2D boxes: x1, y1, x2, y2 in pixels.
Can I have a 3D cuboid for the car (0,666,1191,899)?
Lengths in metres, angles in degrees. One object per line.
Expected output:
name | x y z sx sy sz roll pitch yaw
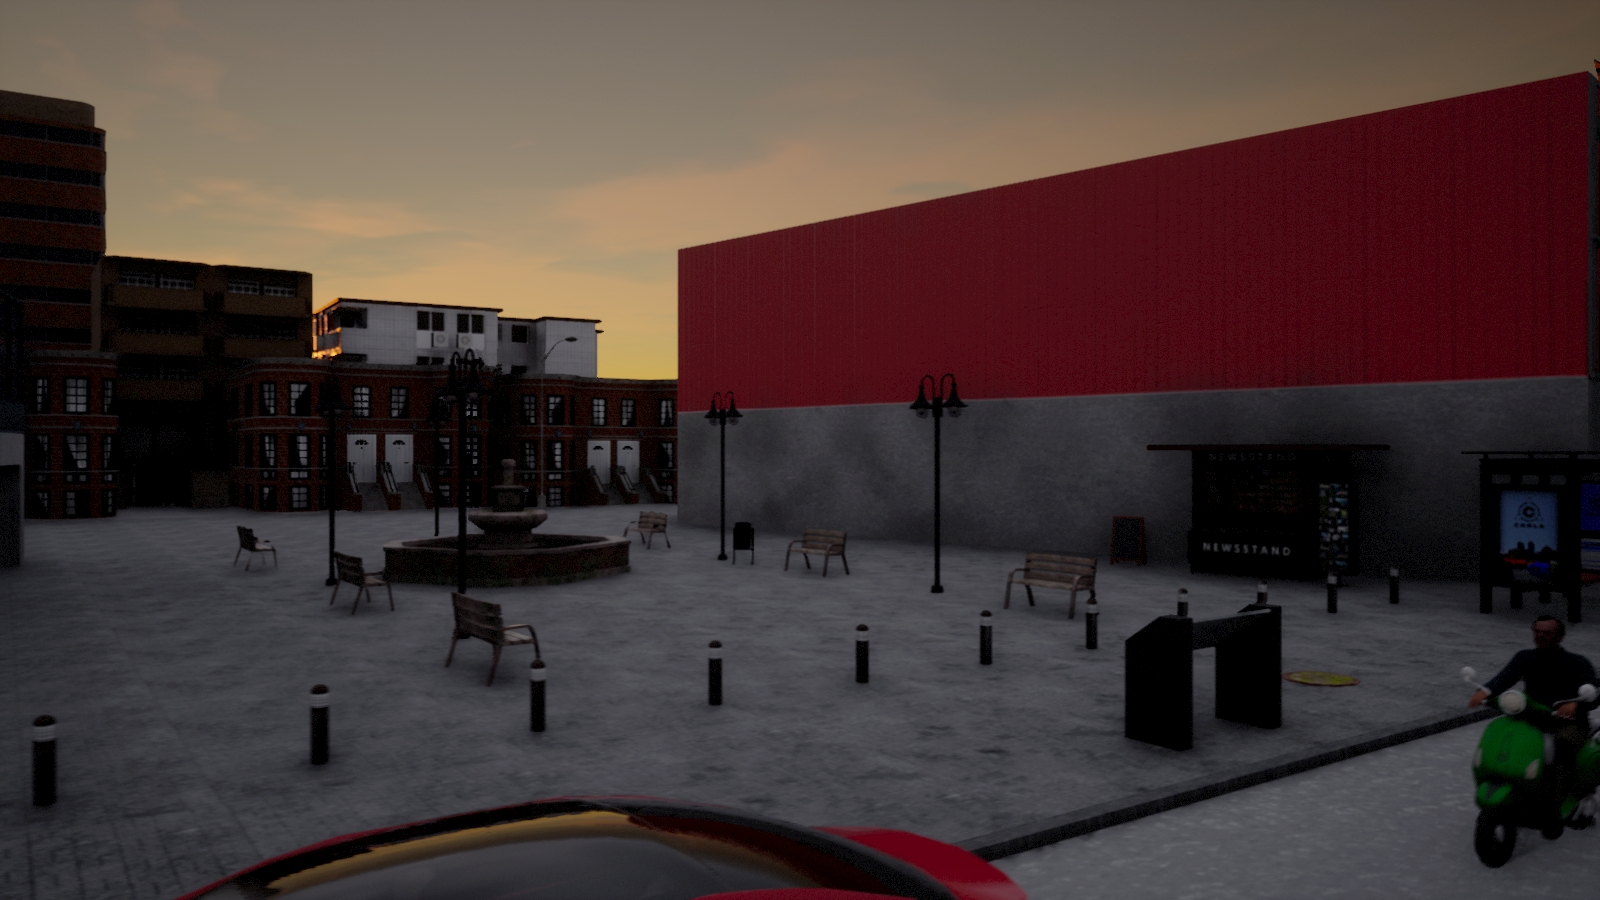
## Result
car | -1.268 1.841 3.519 4.892 1.480 2.231 0 0 -35
